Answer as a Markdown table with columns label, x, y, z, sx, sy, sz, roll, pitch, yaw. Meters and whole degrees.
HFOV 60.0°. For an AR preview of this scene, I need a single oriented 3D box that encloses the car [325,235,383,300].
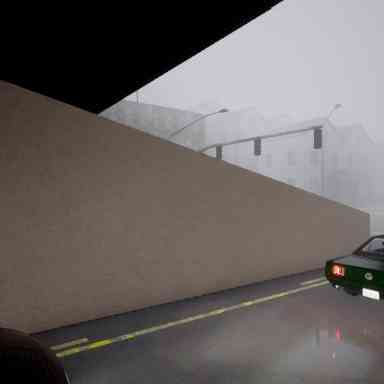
| label | x | y | z | sx | sy | sz | roll | pitch | yaw |
| --- | --- | --- | --- | --- | --- | --- | --- | --- | --- |
| car | 5.133 | 1.601 | 7.437 | 4.718 | 1.301 | 1.895 | 0 | 0 | -35 |

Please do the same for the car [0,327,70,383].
| label | x | y | z | sx | sy | sz | roll | pitch | yaw |
| --- | --- | --- | --- | --- | --- | --- | --- | --- | --- |
| car | -3.112 | 1.492 | 1.541 | 4.902 | 1.511 | 2.128 | 0 | 0 | -35 |
